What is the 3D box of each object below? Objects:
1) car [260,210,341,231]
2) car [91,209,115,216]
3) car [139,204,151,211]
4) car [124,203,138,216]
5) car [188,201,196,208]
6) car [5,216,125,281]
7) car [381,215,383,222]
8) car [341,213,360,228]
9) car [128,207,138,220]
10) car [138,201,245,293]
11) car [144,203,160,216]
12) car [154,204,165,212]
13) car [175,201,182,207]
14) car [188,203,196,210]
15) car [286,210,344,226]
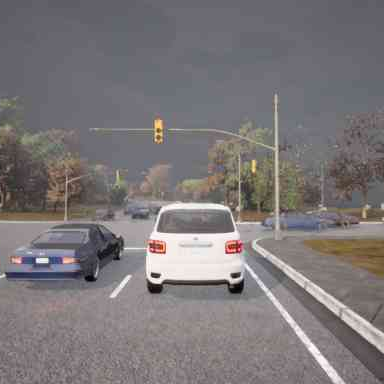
[{"bbox_3d":[7.906,2.212,25.130,5.357,1.411,2.033,0,-2,-1],"label":"car"},{"bbox_3d":[-11.021,2.896,41.492,1.837,1.490,4.892,0,-2,6],"label":"car"},{"bbox_3d":[-10.495,3.403,74.882,2.033,1.411,5.357,0,0,0],"label":"car"},{"bbox_3d":[-10.576,3.073,59.031,2.150,2.045,5.566,0,0,0],"label":"car"},{"bbox_3d":[-0.111,3.307,87.849,1.837,1.490,4.892,0,0,-3],"label":"car"},{"bbox_3d":[-3.417,1.666,10.086,2.033,1.411,5.357,0,-1,0],"label":"car"},{"bbox_3d":[21.420,2.513,33.066,4.902,1.511,2.128,0,-3,-3],"label":"car"},{"bbox_3d":[11.719,2.394,29.188,5.357,1.411,2.033,0,-3,-1],"label":"car"},{"bbox_3d":[-7.083,3.154,45.850,1.895,1.301,4.718,0,-2,-1],"label":"car"},{"bbox_3d":[0.084,1.322,9.232,2.150,2.045,5.566,0,-1,0],"label":"car"},{"bbox_3d":[-7.074,3.076,59.161,2.150,2.045,5.566,0,-1,0],"label":"car"},{"bbox_3d":[-6.995,3.471,72.494,1.895,1.301,4.718,0,0,0],"label":"car"},{"bbox_3d":[-3.588,3.113,87.496,1.882,1.535,5.008,0,0,-3],"label":"car"},{"bbox_3d":[0.005,3.350,77.697,1.837,1.490,4.892,0,0,0],"label":"car"},{"bbox_3d":[11.999,2.495,32.703,4.902,1.511,2.128,0,-3,-1],"label":"car"}]
